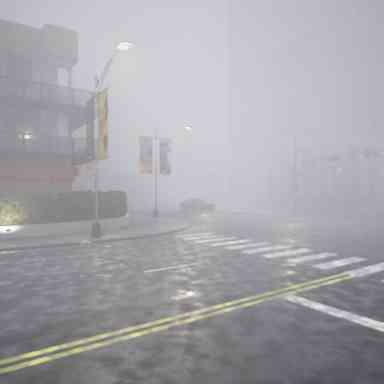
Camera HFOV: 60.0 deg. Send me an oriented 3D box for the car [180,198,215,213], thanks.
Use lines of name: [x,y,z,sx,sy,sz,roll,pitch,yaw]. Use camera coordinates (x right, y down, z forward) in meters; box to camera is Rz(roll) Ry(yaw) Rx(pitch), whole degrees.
car: [0.583,1.464,37.311,1.882,1.535,5.008,0,0,-35]
